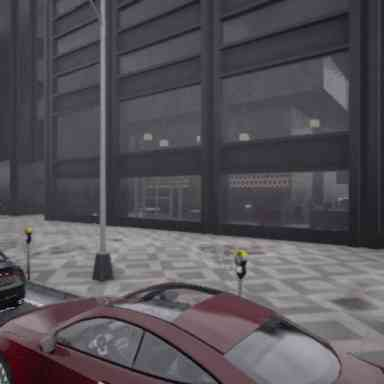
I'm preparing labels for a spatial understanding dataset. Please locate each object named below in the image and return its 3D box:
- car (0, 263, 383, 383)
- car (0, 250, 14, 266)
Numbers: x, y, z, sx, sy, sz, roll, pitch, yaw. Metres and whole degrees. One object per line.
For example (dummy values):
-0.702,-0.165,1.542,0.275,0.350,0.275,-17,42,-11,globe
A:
-0.369,1.586,3.224,4.206,1.307,1.802,0,0,35,car
-4.958,1.566,6.496,4.403,1.369,2.008,0,0,35,car
